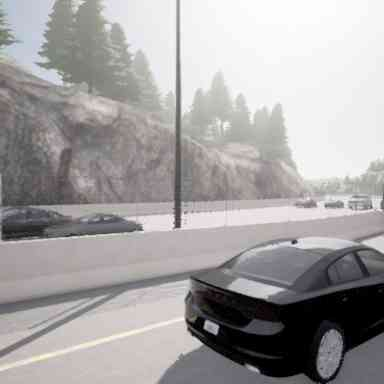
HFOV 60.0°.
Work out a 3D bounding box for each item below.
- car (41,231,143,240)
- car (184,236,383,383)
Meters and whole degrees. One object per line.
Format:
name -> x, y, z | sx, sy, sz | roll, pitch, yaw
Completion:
car -> -4.139, 1.596, 14.150 | 4.181, 1.385, 1.994 | 0, 0, -38
car -> 2.205, 1.489, 5.524 | 5.008, 1.535, 1.882 | 0, 0, -37
